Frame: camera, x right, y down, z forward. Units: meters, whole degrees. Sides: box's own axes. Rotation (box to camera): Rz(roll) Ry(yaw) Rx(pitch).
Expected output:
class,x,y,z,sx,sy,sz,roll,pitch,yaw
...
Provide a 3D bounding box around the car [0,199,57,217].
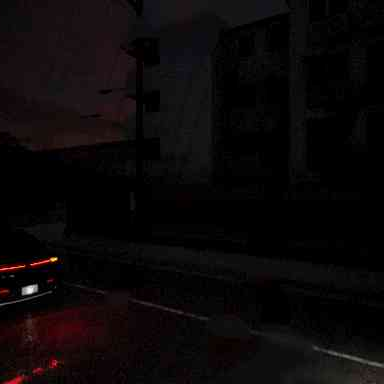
class,x,y,z,sx,sy,sz,roll,pitch,yaw
car,-14.686,1.313,29.331,2.033,1.411,5.357,0,1,32

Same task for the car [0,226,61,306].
class,x,y,z,sx,sy,sz,roll,pitch,yaw
car,-4.889,1.505,7.362,4.892,1.490,1.837,0,0,35
